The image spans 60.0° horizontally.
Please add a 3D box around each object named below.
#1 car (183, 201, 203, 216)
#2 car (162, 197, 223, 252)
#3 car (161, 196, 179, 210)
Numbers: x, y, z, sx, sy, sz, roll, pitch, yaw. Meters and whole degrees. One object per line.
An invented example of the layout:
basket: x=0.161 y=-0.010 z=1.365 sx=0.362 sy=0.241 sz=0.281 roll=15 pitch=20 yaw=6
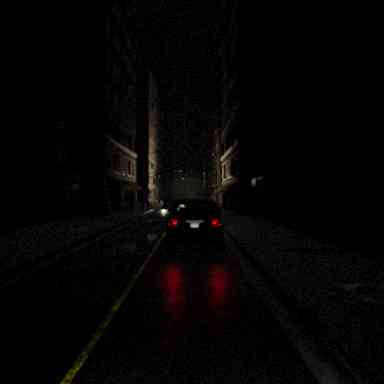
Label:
car: x=0.097 y=1.688 z=35.835 sx=2.033 sy=1.411 sz=5.357 roll=0 pitch=0 yaw=0
car: x=0.098 y=1.284 z=14.379 sx=2.150 sy=2.045 sz=5.566 roll=0 pitch=0 yaw=0
car: x=-3.041 y=1.525 z=46.573 sx=2.097 sy=1.767 sz=4.553 roll=0 pitch=0 yaw=1
